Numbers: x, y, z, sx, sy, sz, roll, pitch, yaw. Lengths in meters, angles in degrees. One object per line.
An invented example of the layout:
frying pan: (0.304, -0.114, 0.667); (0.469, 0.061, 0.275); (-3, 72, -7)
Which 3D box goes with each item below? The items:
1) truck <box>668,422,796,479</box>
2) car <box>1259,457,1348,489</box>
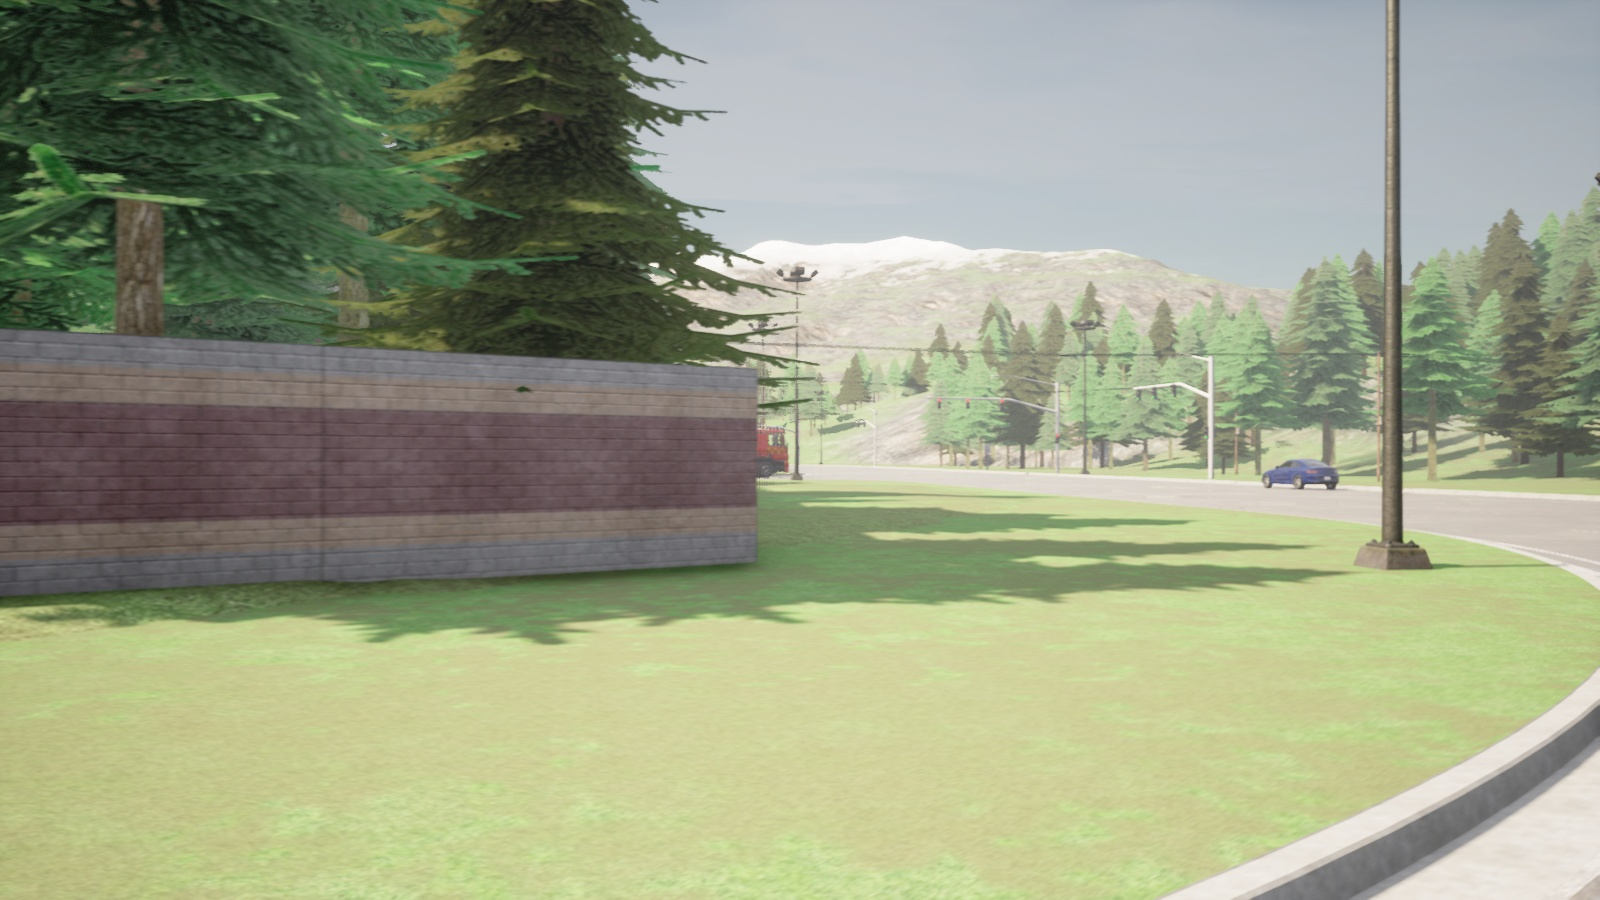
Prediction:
truck: (-4.687, 0.028, 86.408); (8.468, 3.827, 2.891); (0, 0, -11)
car: (23.942, 1.067, 59.928); (1.812, 1.442, 4.674); (0, 0, -9)
